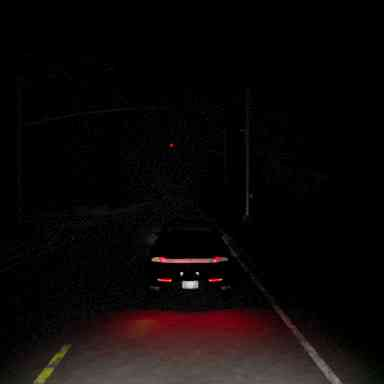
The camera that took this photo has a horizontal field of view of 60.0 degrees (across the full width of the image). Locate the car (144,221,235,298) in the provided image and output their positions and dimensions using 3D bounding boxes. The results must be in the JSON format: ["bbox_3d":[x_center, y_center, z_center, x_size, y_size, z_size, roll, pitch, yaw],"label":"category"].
[{"bbox_3d":[-0.071,1.489,8.530,2.128,1.511,4.902,0,0,-1],"label":"car"}]
